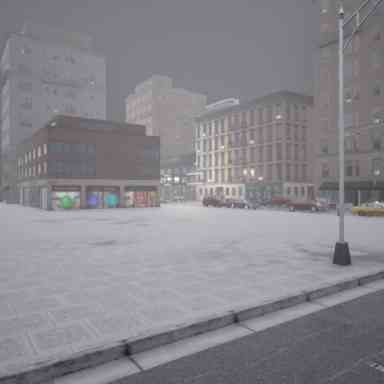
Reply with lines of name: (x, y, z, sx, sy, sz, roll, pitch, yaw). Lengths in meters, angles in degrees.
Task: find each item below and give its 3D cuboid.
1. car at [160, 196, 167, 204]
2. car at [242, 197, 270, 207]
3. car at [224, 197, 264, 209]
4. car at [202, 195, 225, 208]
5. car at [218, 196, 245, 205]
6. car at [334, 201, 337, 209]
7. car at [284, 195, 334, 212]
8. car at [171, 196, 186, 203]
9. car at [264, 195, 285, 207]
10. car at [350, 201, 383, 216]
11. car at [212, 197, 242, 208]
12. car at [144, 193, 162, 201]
car: (-6.228, 1.597, 62.032, 1.802, 1.307, 4.206, 0, 0, -35)
car: (10.086, 1.545, 52.716, 1.947, 1.339, 4.313, 0, 0, -35)
car: (6.757, 1.569, 43.476, 2.008, 1.369, 4.403, 0, 0, -35)
car: (3.510, 1.332, 48.115, 2.192, 1.841, 5.009, 0, 0, -35)
car: (6.742, 1.504, 57.494, 1.752, 1.417, 4.829, 0, 0, -35)
car: (16.579, 1.421, 43.438, 1.967, 1.590, 4.097, 0, 0, -35)
car: (13.431, 1.359, 38.365, 2.097, 1.767, 4.553, 0, 0, -35)
car: (-2.899, 1.527, 71.271, 2.008, 1.369, 4.403, 0, 0, -35)
car: (13.332, 1.295, 48.077, 2.192, 1.841, 5.009, 0, 0, -35)
car: (16.594, 1.546, 29.420, 1.752, 1.417, 4.829, 0, 0, -35)
car: (5.219, 1.510, 50.132, 1.837, 1.490, 4.892, 0, 0, -35)
car: (-9.392, 1.291, 80.548, 2.192, 1.841, 5.009, 0, 0, -35)
